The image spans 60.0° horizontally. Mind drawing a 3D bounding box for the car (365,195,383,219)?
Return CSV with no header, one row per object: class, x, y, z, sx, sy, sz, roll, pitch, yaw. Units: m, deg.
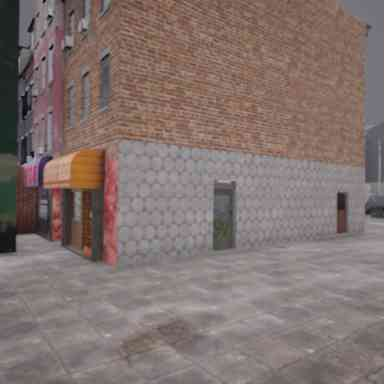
car,16.583,1.242,26.108,2.150,2.045,5.566,1,-1,-36
